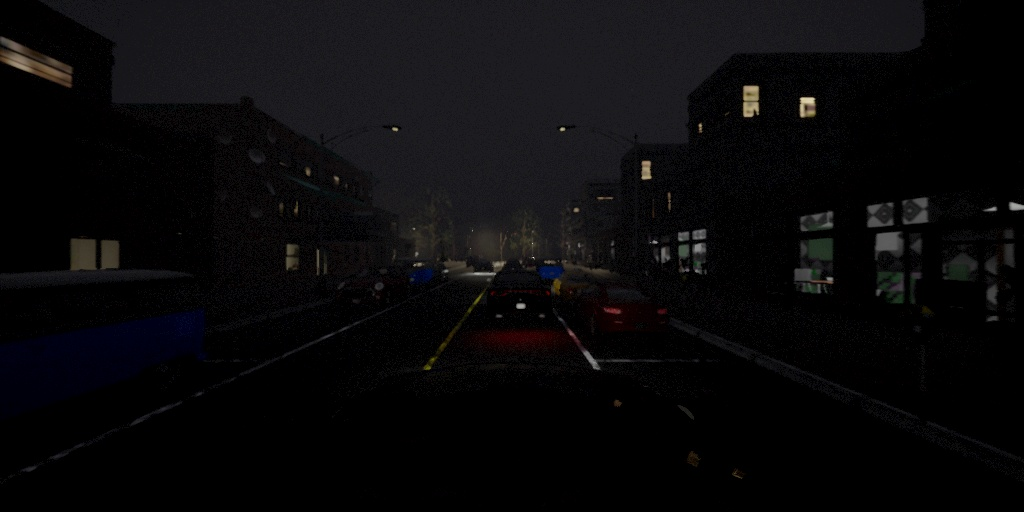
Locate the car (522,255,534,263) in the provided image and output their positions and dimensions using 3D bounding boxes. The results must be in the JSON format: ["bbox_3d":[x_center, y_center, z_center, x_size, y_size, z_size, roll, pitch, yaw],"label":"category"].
[{"bbox_3d":[2.697,0.922,48.355,1.967,1.591,4.097,0,0,0],"label":"car"}]

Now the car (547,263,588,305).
[{"bbox_3d":[2.693,1.201,15.266,1.751,1.417,4.829,0,0,0],"label":"car"}]

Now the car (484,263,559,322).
[{"bbox_3d":[0.160,1.170,12.059,1.882,1.535,5.008,0,0,-2],"label":"car"}]

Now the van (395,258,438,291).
[{"bbox_3d":[-5.687,0.986,20.627,1.690,1.789,3.998,0,0,0],"label":"van"}]

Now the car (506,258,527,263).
[{"bbox_3d":[0.105,1.131,34.098,1.994,1.385,4.181,0,0,0],"label":"car"}]

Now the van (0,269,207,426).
[{"bbox_3d":[-5.689,1.079,3.998,1.690,1.789,3.998,0,0,0],"label":"van"}]

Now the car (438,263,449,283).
[{"bbox_3d":[-5.687,1.165,26.171,2.007,1.370,4.403,0,0,0],"label":"car"}]

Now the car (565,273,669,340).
[{"bbox_3d":[2.692,1.289,9.553,1.802,1.307,4.207,0,0,0],"label":"car"}]

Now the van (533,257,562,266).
[{"bbox_3d":[2.694,0.954,26.183,1.690,1.789,3.998,0,0,0],"label":"van"}]

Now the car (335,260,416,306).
[{"bbox_3d":[-5.688,1.116,15.085,1.967,1.591,4.097,0,0,0],"label":"car"}]

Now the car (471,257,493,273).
[{"bbox_3d":[-3.029,1.100,39.638,1.994,1.385,4.181,0,0,1],"label":"car"}]

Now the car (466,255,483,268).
[{"bbox_3d":[-5.683,0.763,53.887,2.192,1.841,5.009,0,0,0],"label":"car"}]
